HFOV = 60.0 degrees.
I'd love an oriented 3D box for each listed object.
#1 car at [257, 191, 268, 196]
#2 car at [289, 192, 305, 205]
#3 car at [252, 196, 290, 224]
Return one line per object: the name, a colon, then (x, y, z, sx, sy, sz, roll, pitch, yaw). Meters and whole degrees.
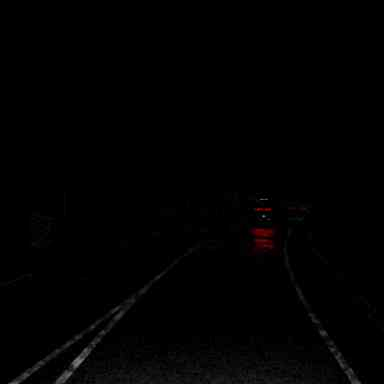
car: (15.558, 0.590, 73.837, 2.128, 1.511, 4.902, 0, 2, 3)
car: (15.209, 0.846, 48.105, 2.097, 1.767, 4.553, 0, 1, 17)
car: (5.514, 1.278, 23.566, 1.837, 1.490, 4.892, 0, 0, 22)
